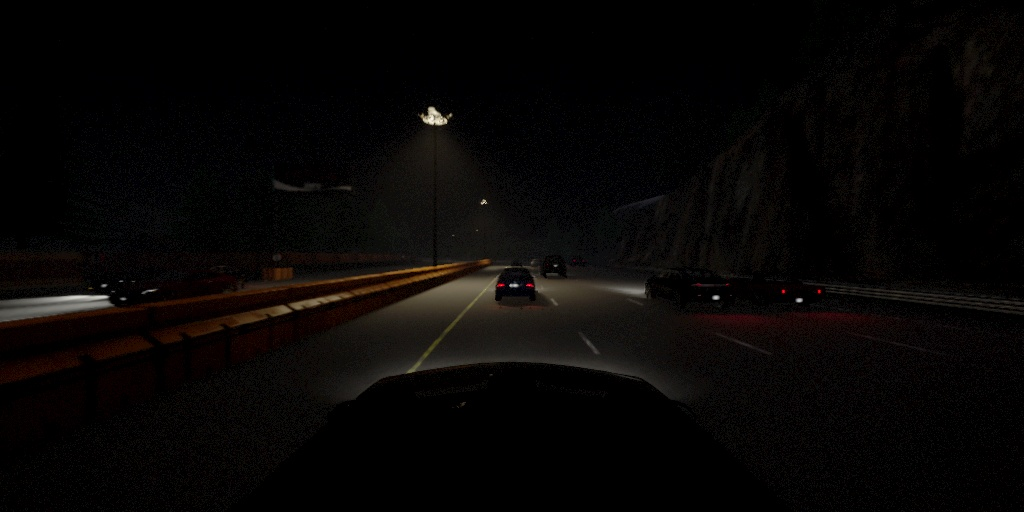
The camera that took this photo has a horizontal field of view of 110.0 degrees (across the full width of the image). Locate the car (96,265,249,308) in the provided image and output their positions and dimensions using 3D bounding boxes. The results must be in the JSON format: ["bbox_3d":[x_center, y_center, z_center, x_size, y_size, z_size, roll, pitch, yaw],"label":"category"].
[{"bbox_3d":[-13.972,1.283,15.256,1.812,1.442,4.674,0,0,1],"label":"car"}]

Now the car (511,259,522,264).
[{"bbox_3d":[0.800,1.278,63.923,1.812,1.442,4.674,0,0,1],"label":"car"}]

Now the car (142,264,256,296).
[{"bbox_3d":[-17.364,1.255,20.324,2.128,1.511,4.902,0,0,1],"label":"car"}]

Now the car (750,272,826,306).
[{"bbox_3d":[10.649,1.346,15.472,1.895,1.301,4.718,0,0,1],"label":"car"}]

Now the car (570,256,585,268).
[{"bbox_3d":[11.288,0.968,62.960,2.150,2.045,5.566,0,0,1],"label":"car"}]

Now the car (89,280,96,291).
[{"bbox_3d":[-20.864,1.328,20.352,1.994,1.385,4.181,0,0,1],"label":"car"}]

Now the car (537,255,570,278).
[{"bbox_3d":[3.921,0.971,34.575,2.150,2.045,5.566,0,0,1],"label":"car"}]

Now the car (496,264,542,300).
[{"bbox_3d":[0.185,1.298,17.702,2.033,1.411,5.357,0,0,1],"label":"car"}]

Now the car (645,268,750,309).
[{"bbox_3d":[7.176,1.239,14.989,2.128,1.511,4.902,0,0,1],"label":"car"}]

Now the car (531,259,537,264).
[{"bbox_3d":[4.300,1.276,63.790,1.812,1.442,4.674,0,0,1],"label":"car"}]
